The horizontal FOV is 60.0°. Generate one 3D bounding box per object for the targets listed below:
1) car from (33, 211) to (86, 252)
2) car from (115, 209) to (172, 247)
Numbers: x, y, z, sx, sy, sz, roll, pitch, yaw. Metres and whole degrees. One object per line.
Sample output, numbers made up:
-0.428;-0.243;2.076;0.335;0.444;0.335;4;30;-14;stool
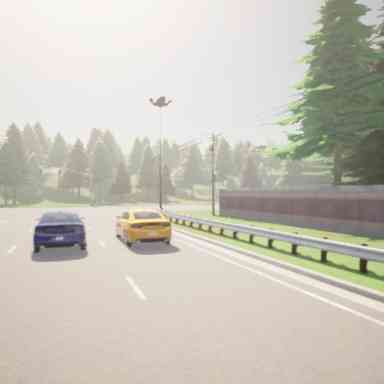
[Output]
-5.699;1.541;14.446;1.882;1.535;5.008;0;0;-21;car
-2.434;1.535;15.707;1.882;1.535;5.008;0;0;-21;car
